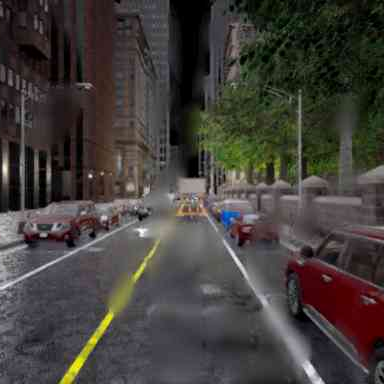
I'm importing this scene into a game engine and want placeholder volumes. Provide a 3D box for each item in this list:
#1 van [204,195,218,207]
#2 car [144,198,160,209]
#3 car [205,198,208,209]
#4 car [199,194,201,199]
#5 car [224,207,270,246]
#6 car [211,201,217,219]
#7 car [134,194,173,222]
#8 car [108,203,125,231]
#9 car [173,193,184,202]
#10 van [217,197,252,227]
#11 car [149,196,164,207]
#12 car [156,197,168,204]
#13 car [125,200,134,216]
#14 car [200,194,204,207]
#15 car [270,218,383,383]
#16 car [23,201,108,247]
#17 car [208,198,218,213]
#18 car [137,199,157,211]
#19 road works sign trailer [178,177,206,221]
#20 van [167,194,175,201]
[{"bbox_3d":[2.759,1.414,43.057,1.690,1.788,3.998,0,0,0],"label":"van"},{"bbox_3d":[-5.767,1.598,48.400,1.752,1.417,4.829,0,0,0],"label":"car"},{"bbox_3d":[2.759,1.652,37.532,1.802,1.307,4.206,0,0,0],"label":"car"},{"bbox_3d":[2.758,1.387,54.106,2.192,1.841,5.009,0,0,0],"label":"car"},{"bbox_3d":[2.761,1.593,15.435,1.887,1.381,4.507,0,0,0],"label":"car"},{"bbox_3d":[2.760,1.643,26.484,1.802,1.307,4.206,0,0,0],"label":"car"},{"bbox_3d":[-3.097,1.284,27.753,2.150,2.045,5.566,0,0,0],"label":"car"},{"bbox_3d":[-5.765,1.496,20.948,1.967,1.590,4.097,0,0,0],"label":"car"},{"bbox_3d":[-3.008,1.447,68.944,1.895,1.301,4.718,0,0,0],"label":"car"},{"bbox_3d":[2.761,1.397,20.959,1.690,1.788,3.998,0,0,0],"label":"van"},{"bbox_3d":[-5.768,1.512,54.094,1.967,1.590,4.097,0,0,0],"label":"car"},{"bbox_3d":[-5.769,1.631,65.142,1.947,1.339,4.313,0,0,0],"label":"car"},{"bbox_3d":[-5.766,1.506,31.996,1.967,1.590,4.097,0,0,0],"label":"car"},{"bbox_3d":[2.759,1.388,48.581,2.192,1.841,5.009,0,0,0],"label":"car"},{"bbox_3d":[2.760,1.333,4.385,2.192,1.841,5.009,0,0,0],"label":"car"},{"bbox_3d":[-5.765,1.363,15.425,2.192,1.841,5.009,0,0,0],"label":"car"},{"bbox_3d":[2.759,1.591,32.178,1.752,1.417,4.829,0,0,0],"label":"car"},{"bbox_3d":[-5.767,1.623,43.045,2.008,1.369,4.403,0,0,0],"label":"car"},{"bbox_3d":[-0.003,0.527,28.280,2.380,3.560,2.880,0,0,0],"label":"road works sign trailer"},{"bbox_3d":[-5.772,1.403,91.799,1.690,1.788,3.998,0,0,0],"label":"van"}]
